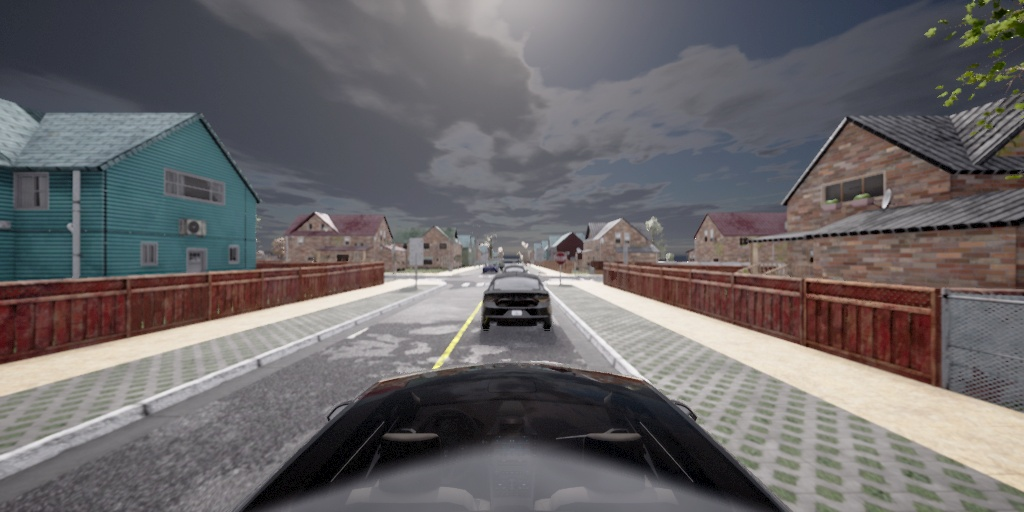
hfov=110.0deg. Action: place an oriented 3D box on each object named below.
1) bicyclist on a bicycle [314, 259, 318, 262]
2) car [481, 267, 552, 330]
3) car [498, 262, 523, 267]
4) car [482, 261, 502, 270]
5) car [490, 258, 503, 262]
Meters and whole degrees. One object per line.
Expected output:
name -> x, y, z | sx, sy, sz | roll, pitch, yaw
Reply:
bicyclist on a bicycle -> -20.029, 1.093, 36.641 | 0.582, 1.620, 1.656 | 0, 0, 0
car -> 0.132, 1.265, 11.298 | 1.882, 1.535, 5.008 | 0, 0, 0
car -> 0.183, 1.373, 25.118 | 1.812, 1.442, 4.674 | 0, 0, 0
car -> -2.688, 1.572, 45.274 | 1.895, 1.301, 4.718 | 0, 0, 0
car -> -2.634, 1.293, 57.895 | 2.150, 2.045, 5.566 | 0, 0, 1
